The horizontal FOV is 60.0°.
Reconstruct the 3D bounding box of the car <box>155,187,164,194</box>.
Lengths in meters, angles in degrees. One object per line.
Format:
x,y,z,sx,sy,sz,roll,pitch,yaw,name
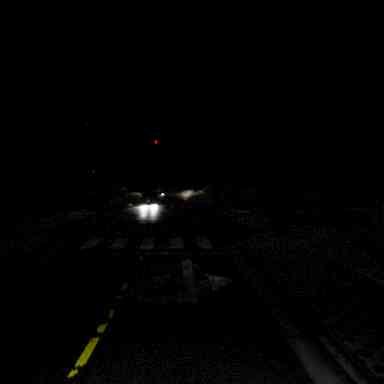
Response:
-7.163,-0.402,73.866,1.812,1.442,4.674,0,2,-3,car

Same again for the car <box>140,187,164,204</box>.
-4.638,0.582,37.339,2.128,1.511,4.902,0,2,-1,car
